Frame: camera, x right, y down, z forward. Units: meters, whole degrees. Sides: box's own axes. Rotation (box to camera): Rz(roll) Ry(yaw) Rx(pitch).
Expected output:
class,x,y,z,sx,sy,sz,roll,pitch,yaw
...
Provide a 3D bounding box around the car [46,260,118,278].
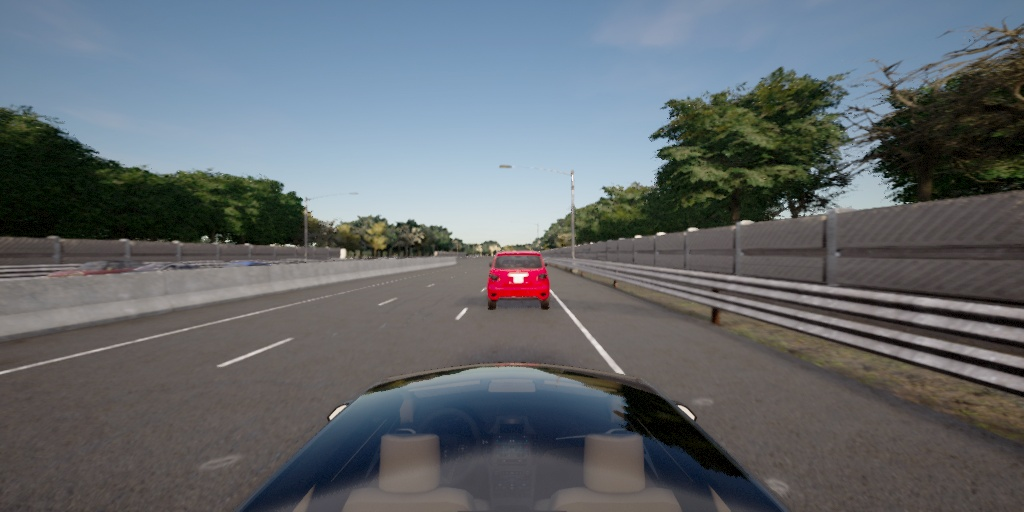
class,x,y,z,sx,sy,sz,roll,pitch,yaw
car,-24.329,1.037,21.345,2.097,1.767,4.553,0,1,1

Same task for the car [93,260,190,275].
class,x,y,z,sx,sy,sz,roll,pitch,yaw
car,-20.830,1.155,21.326,2.128,1.511,4.902,0,0,1

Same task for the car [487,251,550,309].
class,x,y,z,sx,sy,sz,roll,pitch,yaw
car,0.247,0.812,14.107,2.150,2.045,5.566,0,1,1

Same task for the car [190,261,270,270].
class,x,y,z,sx,sy,sz,roll,pitch,yaw
car,-17.301,1.102,23.020,1.882,1.535,5.008,0,1,1
